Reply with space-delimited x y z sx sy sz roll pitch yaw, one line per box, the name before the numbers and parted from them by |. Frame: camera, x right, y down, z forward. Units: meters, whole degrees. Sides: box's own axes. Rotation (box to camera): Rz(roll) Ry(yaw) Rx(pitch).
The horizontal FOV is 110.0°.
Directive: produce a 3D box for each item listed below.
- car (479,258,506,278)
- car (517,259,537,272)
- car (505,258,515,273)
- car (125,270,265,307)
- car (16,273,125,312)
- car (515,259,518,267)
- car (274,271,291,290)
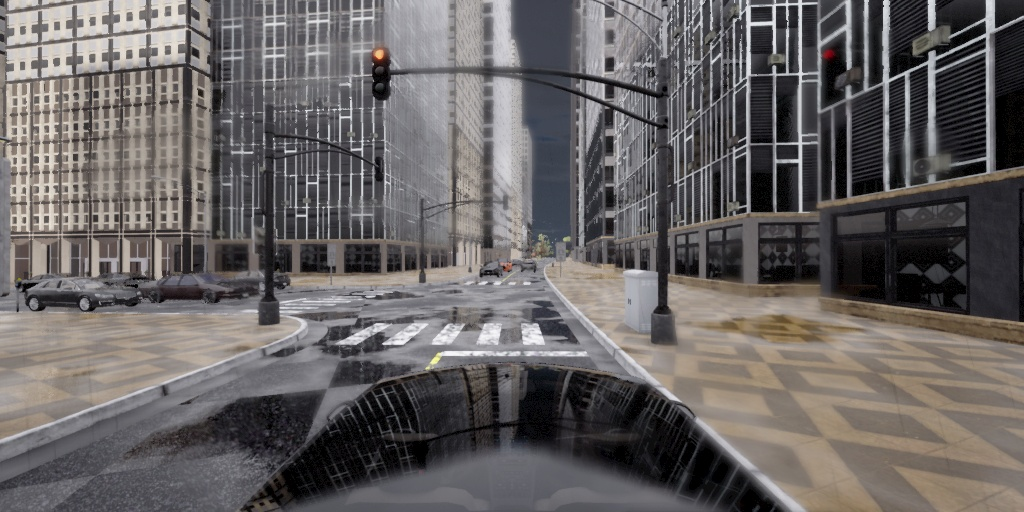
car | -1.924 1.238 34.207 1.837 1.490 4.892 0 0 4
car | 2.231 1.208 46.130 2.128 1.511 4.902 0 0 5
car | -1.183 1.074 43.786 2.097 1.767 4.553 0 0 5
car | -15.205 1.532 17.388 5.357 1.411 2.033 -1 0 9
car | -18.127 1.567 15.228 4.403 1.370 2.007 0 0 9
car | 0.526 1.240 60.155 2.033 1.411 5.357 0 0 7
car | -16.815 1.610 23.505 4.403 1.370 2.007 0 0 9
